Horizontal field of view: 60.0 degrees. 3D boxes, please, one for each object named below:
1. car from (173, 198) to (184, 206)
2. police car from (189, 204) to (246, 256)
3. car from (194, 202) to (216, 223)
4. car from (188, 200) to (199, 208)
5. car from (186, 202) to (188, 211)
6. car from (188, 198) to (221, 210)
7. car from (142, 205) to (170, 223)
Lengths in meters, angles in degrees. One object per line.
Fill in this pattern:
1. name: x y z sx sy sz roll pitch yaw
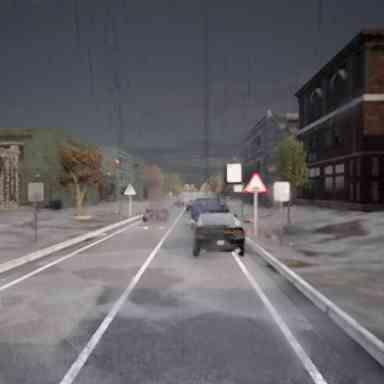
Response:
1. car: -2.660 2.039 68.499 2.097 1.767 4.553 0 -1 0
2. police car: 0.965 1.500 13.617 1.930 1.638 5.238 0 -1 0
3. car: 1.046 1.736 29.697 1.801 1.575 5.366 0 -1 0
4. car: 0.310 2.189 62.101 2.033 1.411 5.357 0 -1 0
5. car: 0.258 1.857 48.358 2.097 1.767 4.553 0 -1 1
6. car: 1.015 1.426 23.539 2.150 2.045 5.566 0 -1 0
7. car: -2.957 1.824 28.116 1.994 1.385 4.181 0 -1 0
